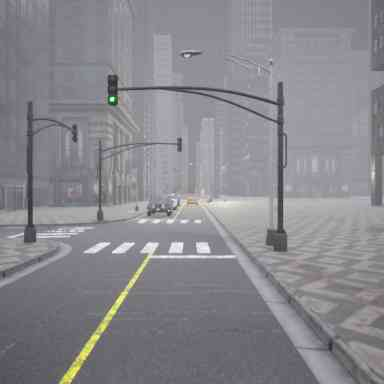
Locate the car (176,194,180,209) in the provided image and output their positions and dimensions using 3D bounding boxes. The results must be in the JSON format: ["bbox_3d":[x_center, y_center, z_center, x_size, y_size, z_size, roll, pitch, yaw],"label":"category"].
[{"bbox_3d":[-3.067,1.254,43.354,2.150,2.045,5.566,0,0,0],"label":"car"}]

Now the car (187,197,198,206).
[{"bbox_3d":[0.040,1.529,57.583,1.882,1.535,5.008,0,0,0],"label":"car"}]

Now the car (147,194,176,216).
[{"bbox_3d":[-3.072,1.244,32.906,2.150,2.045,5.566,0,0,0],"label":"car"}]
